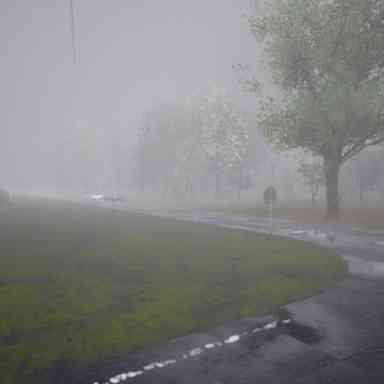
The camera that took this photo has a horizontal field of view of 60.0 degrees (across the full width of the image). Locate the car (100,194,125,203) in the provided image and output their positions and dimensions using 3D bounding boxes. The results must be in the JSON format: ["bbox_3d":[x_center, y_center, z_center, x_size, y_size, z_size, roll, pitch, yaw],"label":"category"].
[{"bbox_3d":[-11.436,0.896,48.615,1.895,1.301,4.718,0,1,-33],"label":"car"}]

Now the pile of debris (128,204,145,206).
[{"bbox_3d":[-6.941,1.604,41.653,1.500,0.140,1.860,0,1,-33],"label":"pile of debris"}]

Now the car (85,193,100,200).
[{"bbox_3d":[-16.833,0.739,56.775,1.895,1.301,4.718,0,1,-33],"label":"car"}]
